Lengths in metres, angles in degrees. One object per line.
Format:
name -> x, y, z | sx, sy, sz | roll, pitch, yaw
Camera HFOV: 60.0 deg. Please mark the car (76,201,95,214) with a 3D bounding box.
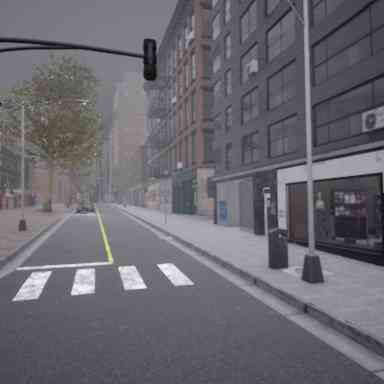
car -> -12.578, 1.799, 39.372 | 1.994, 1.385, 4.181 | 0, -1, -17
